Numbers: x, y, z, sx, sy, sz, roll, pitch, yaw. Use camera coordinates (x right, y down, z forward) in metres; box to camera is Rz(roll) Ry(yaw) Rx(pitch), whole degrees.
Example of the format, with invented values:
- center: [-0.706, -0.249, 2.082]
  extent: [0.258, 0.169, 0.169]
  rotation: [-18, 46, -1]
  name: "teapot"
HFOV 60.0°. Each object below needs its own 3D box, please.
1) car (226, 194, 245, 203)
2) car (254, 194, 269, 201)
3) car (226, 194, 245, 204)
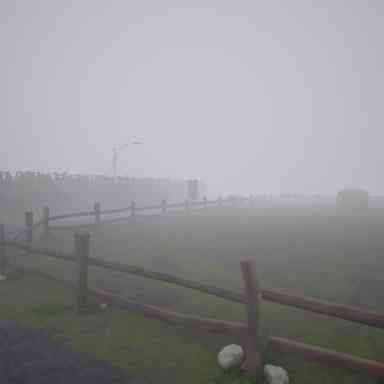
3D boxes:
- center: [7.994, 1.097, 60.981]
  extent: [1.837, 1.490, 4.892]
  rotation: [-1, 0, 27]
  name: "car"
- center: [13.368, 1.046, 63.926]
  extent: [1.895, 1.301, 4.718]
  rotation: [-1, 0, 26]
  name: "car"
- center: [6.624, 1.086, 50.474]
  extent: [1.837, 1.490, 4.892]
  rotation: [-1, 0, 27]
  name: "car"
